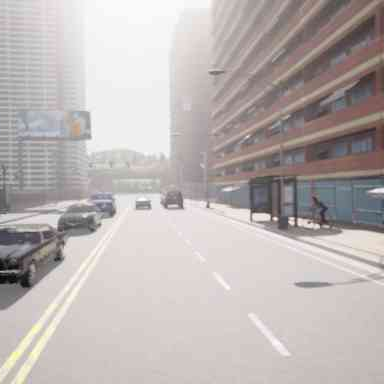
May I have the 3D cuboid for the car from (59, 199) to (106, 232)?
[{"bbox_3d":[-6.416,1.413,19.404,1.837,1.490,4.892,-1,1,-8],"label":"car"}]

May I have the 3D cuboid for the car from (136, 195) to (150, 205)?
[{"bbox_3d":[-7.279,1.197,49.178,1.895,1.301,4.718,-1,1,-9],"label":"car"}]

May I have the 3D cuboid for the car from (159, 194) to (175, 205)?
[{"bbox_3d":[-3.778,1.079,49.446,2.033,1.411,5.357,-1,1,-9],"label":"car"}]

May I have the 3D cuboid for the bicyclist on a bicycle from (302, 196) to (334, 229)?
[{"bbox_3d":[6.168,1.024,16.284,1.656,1.620,0.582,-1,1,-9],"label":"bicyclist on a bicycle"}]

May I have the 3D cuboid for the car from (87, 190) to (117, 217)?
[{"bbox_3d":[-7.949,1.044,29.568,2.150,2.045,5.566,-1,1,-9],"label":"car"}]

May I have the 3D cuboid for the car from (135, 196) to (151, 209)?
[{"bbox_3d":[-5.752,1.224,39.416,2.033,1.411,5.357,-1,1,-8],"label":"car"}]

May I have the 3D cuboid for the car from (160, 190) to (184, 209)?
[{"bbox_3d":[-2.238,0.836,39.513,2.150,2.045,5.566,-1,1,-8],"label":"car"}]

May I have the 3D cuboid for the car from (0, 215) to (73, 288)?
[{"bbox_3d":[-4.873,1.594,9.206,1.895,1.301,4.718,-1,1,-9],"label":"car"}]
